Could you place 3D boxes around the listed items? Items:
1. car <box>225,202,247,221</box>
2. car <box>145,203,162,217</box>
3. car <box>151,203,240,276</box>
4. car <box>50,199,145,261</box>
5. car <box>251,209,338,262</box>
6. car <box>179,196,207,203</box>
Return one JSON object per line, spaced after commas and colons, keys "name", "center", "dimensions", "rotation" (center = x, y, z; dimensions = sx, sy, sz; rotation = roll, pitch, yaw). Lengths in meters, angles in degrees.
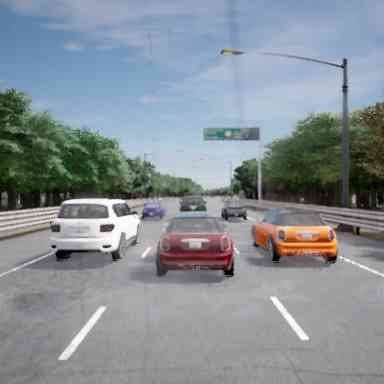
{"name": "car", "center": [3.591, 1.641, 29.053], "dimensions": [2.128, 1.511, 4.902], "rotation": [0, 0, 0]}
{"name": "car", "center": [-3.408, 1.682, 30.124], "dimensions": [1.812, 1.442, 4.674], "rotation": [0, 0, 0]}
{"name": "car", "center": [0.090, 1.403, 10.676], "dimensions": [2.097, 1.767, 4.553], "rotation": [0, 0, 0]}
{"name": "car", "center": [-3.405, 1.283, 12.719], "dimensions": [2.150, 2.045, 5.566], "rotation": [0, 0, 0]}
{"name": "car", "center": [3.592, 1.412, 12.476], "dimensions": [2.097, 1.767, 4.553], "rotation": [0, 0, 0]}
{"name": "car", "center": [0.092, 1.366, 28.226], "dimensions": [2.150, 2.045, 5.566], "rotation": [0, 0, 0]}
